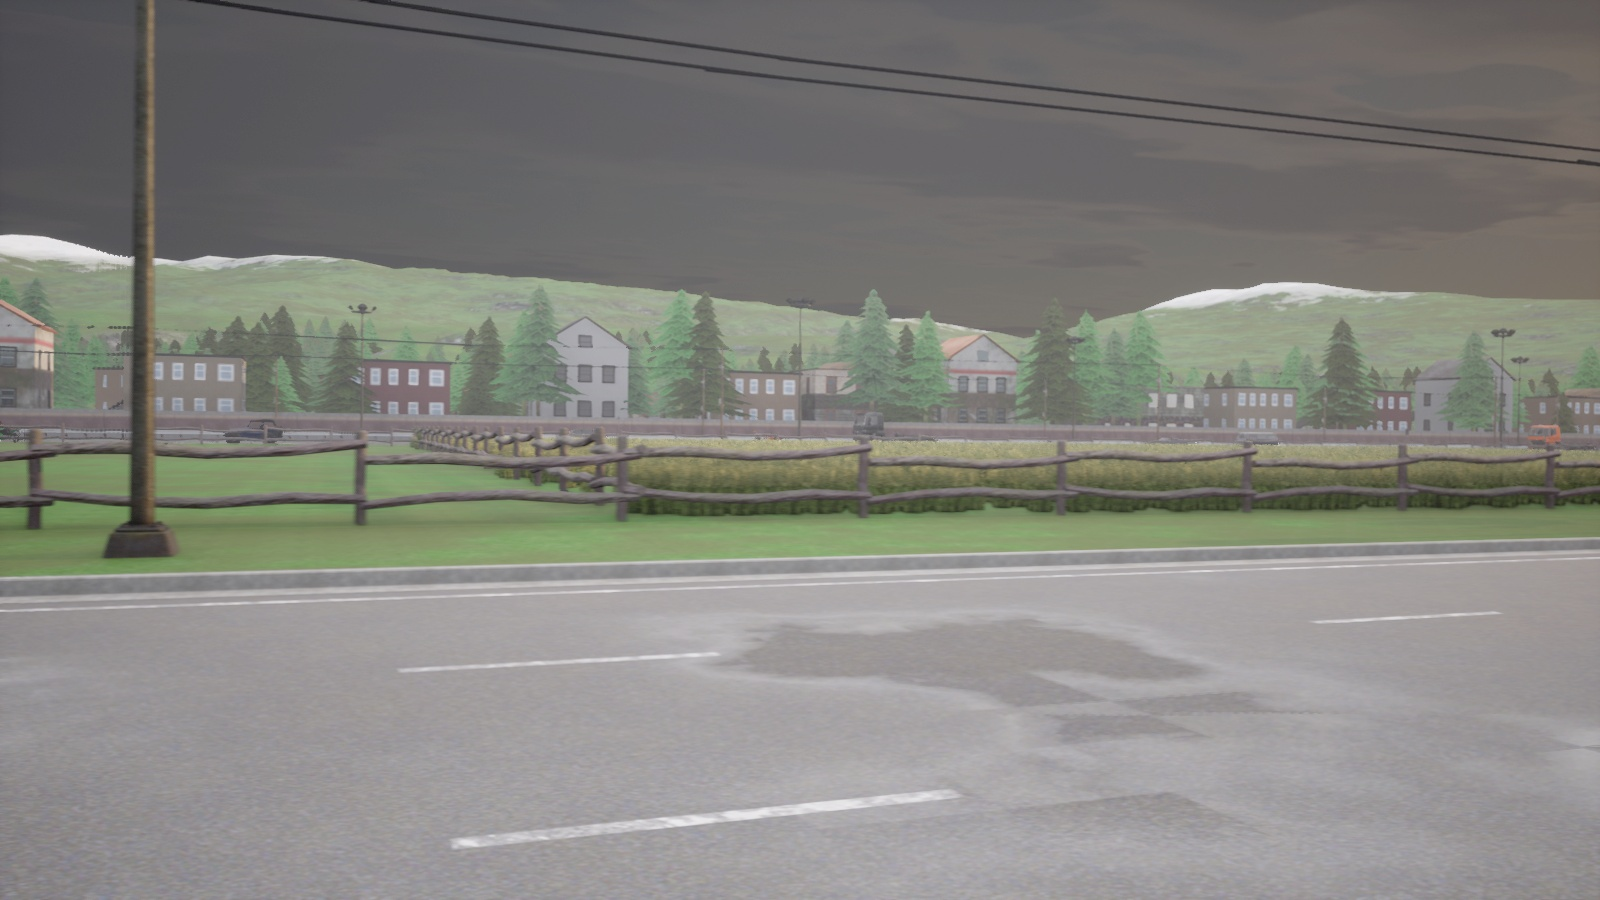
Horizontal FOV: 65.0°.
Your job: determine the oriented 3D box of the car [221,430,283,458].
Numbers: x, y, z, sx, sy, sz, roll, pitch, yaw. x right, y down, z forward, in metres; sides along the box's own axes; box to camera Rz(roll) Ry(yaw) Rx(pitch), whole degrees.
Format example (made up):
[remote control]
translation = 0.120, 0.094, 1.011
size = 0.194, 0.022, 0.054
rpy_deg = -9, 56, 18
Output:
[car]
translation = -38.525, -0.438, 88.326
size = 3.866, 1.878, 1.905
rpy_deg = -1, 1, -21
